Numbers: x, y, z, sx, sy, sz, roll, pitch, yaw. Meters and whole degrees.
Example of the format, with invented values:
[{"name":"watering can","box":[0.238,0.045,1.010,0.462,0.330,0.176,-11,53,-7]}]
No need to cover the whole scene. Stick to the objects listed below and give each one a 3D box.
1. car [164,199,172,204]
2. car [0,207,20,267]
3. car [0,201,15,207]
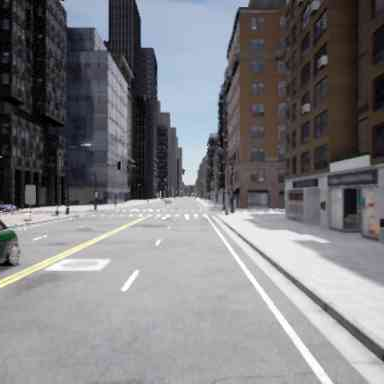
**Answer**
[{"name":"car","box":[-6.504,2.566,89.835,2.033,1.411,5.357,0,-1,0]},{"name":"car","box":[-6.599,1.451,8.822,2.097,1.767,4.553,0,-1,0]},{"name":"car","box":[-25.074,1.967,42.877,4.553,1.767,2.097,-1,-1,0]}]
